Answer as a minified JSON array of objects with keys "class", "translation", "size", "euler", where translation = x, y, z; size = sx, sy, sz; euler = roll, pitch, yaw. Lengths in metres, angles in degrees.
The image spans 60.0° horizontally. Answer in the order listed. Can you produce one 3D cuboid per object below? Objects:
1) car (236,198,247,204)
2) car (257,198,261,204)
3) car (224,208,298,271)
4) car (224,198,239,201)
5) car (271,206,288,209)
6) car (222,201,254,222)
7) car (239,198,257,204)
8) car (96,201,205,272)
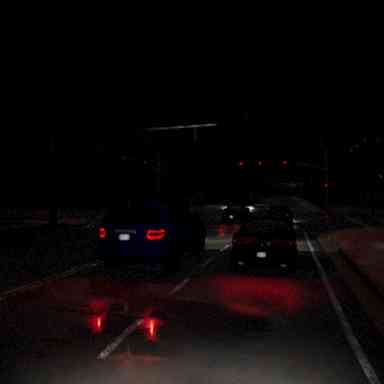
[{"class":"car","translation":[11.627,2.166,78.124],"size":[1.895,1.301,4.718],"euler":[0,0,16]},{"class":"car","translation":[15.012,2.104,77.228],"size":[2.033,1.411,5.357],"euler":[0,0,16]},{"class":"car","translation":[2.567,1.562,11.453],"size":[1.882,1.535,5.008],"euler":[0,0,16]},{"class":"car","translation":[7.201,1.940,63.280],"size":[1.882,1.535,5.008],"euler":[0,0,17]},{"class":"car","translation":[6.661,1.751,25.430],"size":[1.994,1.385,4.181],"euler":[0,0,18]},{"class":"car","translation":[3.739,1.729,27.771],"size":[1.812,1.442,4.674],"euler":[0,0,18]},{"class":"car","translation":[10.569,2.056,62.318],"size":[1.895,1.301,4.718],"euler":[0,0,17]},{"class":"car","translation":[-1.095,1.304,11.352],"size":[2.150,2.045,5.566],"euler":[0,-1,15]}]
